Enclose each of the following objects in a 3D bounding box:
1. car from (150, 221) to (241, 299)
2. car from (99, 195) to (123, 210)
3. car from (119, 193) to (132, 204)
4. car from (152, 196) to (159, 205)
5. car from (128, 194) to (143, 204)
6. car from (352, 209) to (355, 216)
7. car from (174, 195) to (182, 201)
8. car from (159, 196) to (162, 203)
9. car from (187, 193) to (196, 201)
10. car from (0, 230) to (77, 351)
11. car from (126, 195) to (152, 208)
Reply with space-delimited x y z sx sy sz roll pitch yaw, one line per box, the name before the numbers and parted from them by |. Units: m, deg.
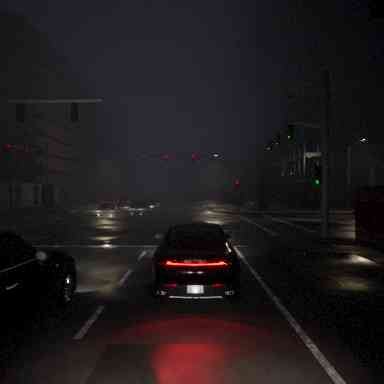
car | 0.079 1.505 8.419 1.837 1.490 4.892 0 0 0
car | -10.978 1.478 44.288 1.882 1.535 5.008 0 0 0
car | -10.949 1.221 54.108 2.150 2.045 5.566 0 0 1
car | -7.406 1.478 57.450 1.882 1.535 5.008 0 0 1
car | -10.803 1.352 63.857 2.097 1.767 4.553 0 0 1
car | 15.966 1.656 27.649 4.718 1.301 1.895 0 0 0
car | -3.536 1.553 84.211 1.994 1.385 4.181 0 0 1
car | -7.220 1.547 67.893 2.033 1.411 5.357 0 0 1
car | -0.034 1.225 84.437 2.150 2.045 5.566 0 0 1
car | -3.447 1.352 5.095 2.097 1.767 4.553 0 0 0
car | -7.491 1.547 47.471 2.033 1.411 5.357 0 0 0
